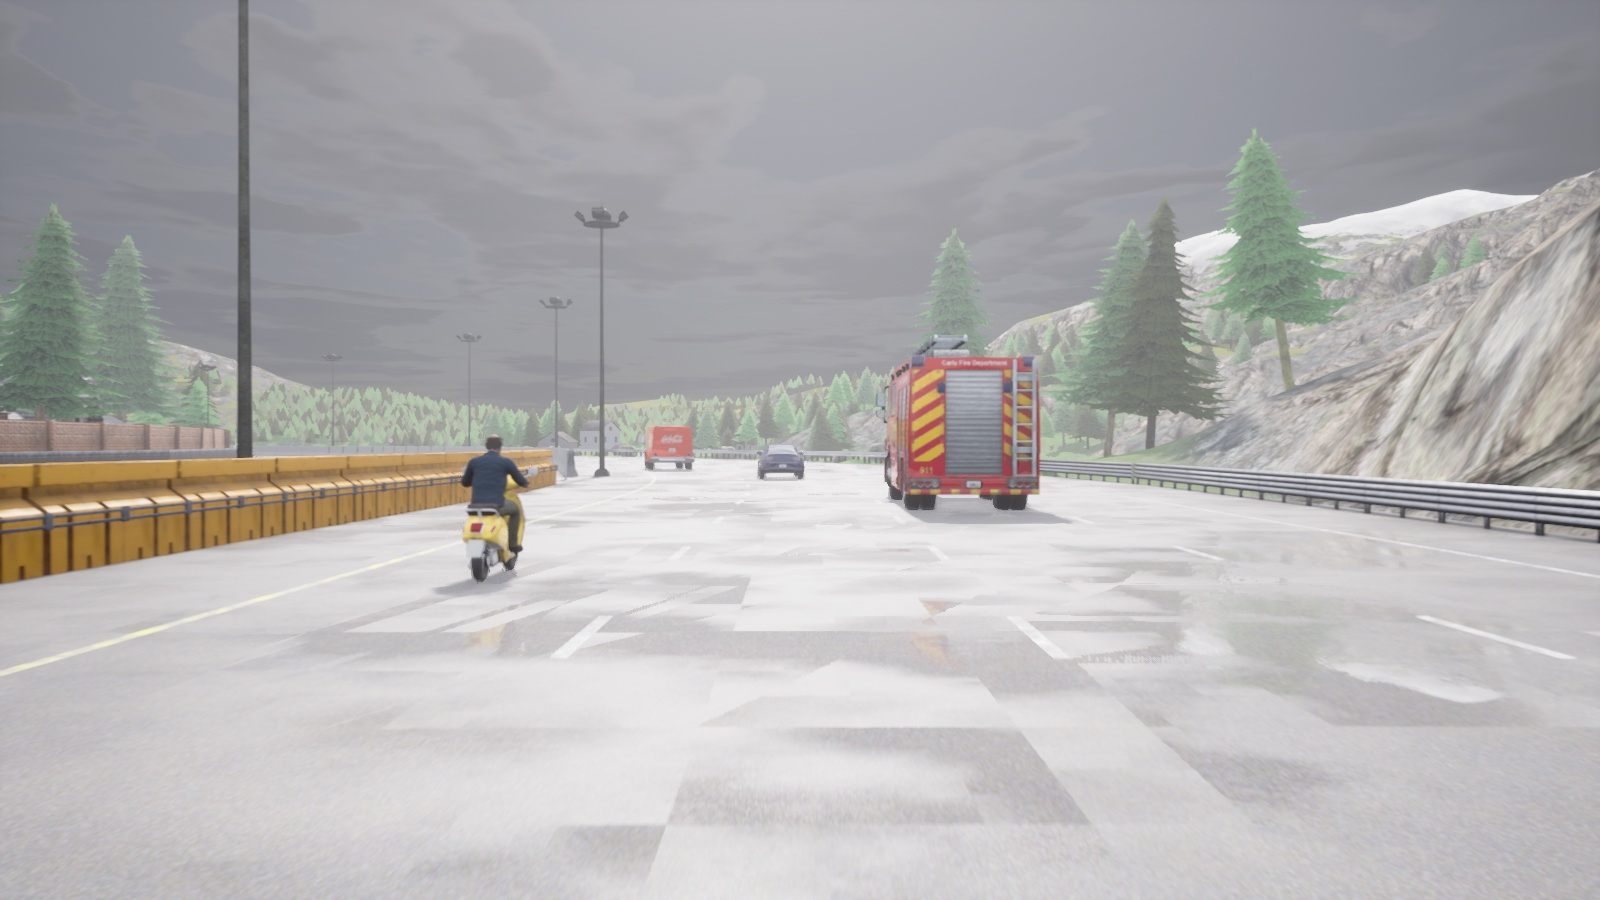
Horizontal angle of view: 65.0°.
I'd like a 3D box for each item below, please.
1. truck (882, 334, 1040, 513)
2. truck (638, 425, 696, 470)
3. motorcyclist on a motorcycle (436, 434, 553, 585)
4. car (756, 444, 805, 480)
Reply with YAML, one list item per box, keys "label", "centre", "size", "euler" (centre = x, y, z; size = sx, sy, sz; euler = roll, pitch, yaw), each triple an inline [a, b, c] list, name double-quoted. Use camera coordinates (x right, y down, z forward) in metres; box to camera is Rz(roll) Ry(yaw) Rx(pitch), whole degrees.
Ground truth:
- label: "truck"
  centre: [3.726, -0.591, 31.126]
  size: [2.891, 3.827, 8.468]
  euler: [0, 0, 0]
- label: "truck"
  centre: [-7.655, -0.147, 71.647]
  size: [2.627, 2.467, 5.204]
  euler: [0, 1, -13]
- label: "motorcyclist on a motorcycle"
  centre: [-3.399, 0.617, 14.128]
  size: [0.866, 1.590, 1.817]
  euler: [0, 0, 0]
- label: "car"
  centre: [-0.876, 0.469, 53.682]
  size: [1.812, 1.442, 4.674]
  euler: [1, 0, -4]
